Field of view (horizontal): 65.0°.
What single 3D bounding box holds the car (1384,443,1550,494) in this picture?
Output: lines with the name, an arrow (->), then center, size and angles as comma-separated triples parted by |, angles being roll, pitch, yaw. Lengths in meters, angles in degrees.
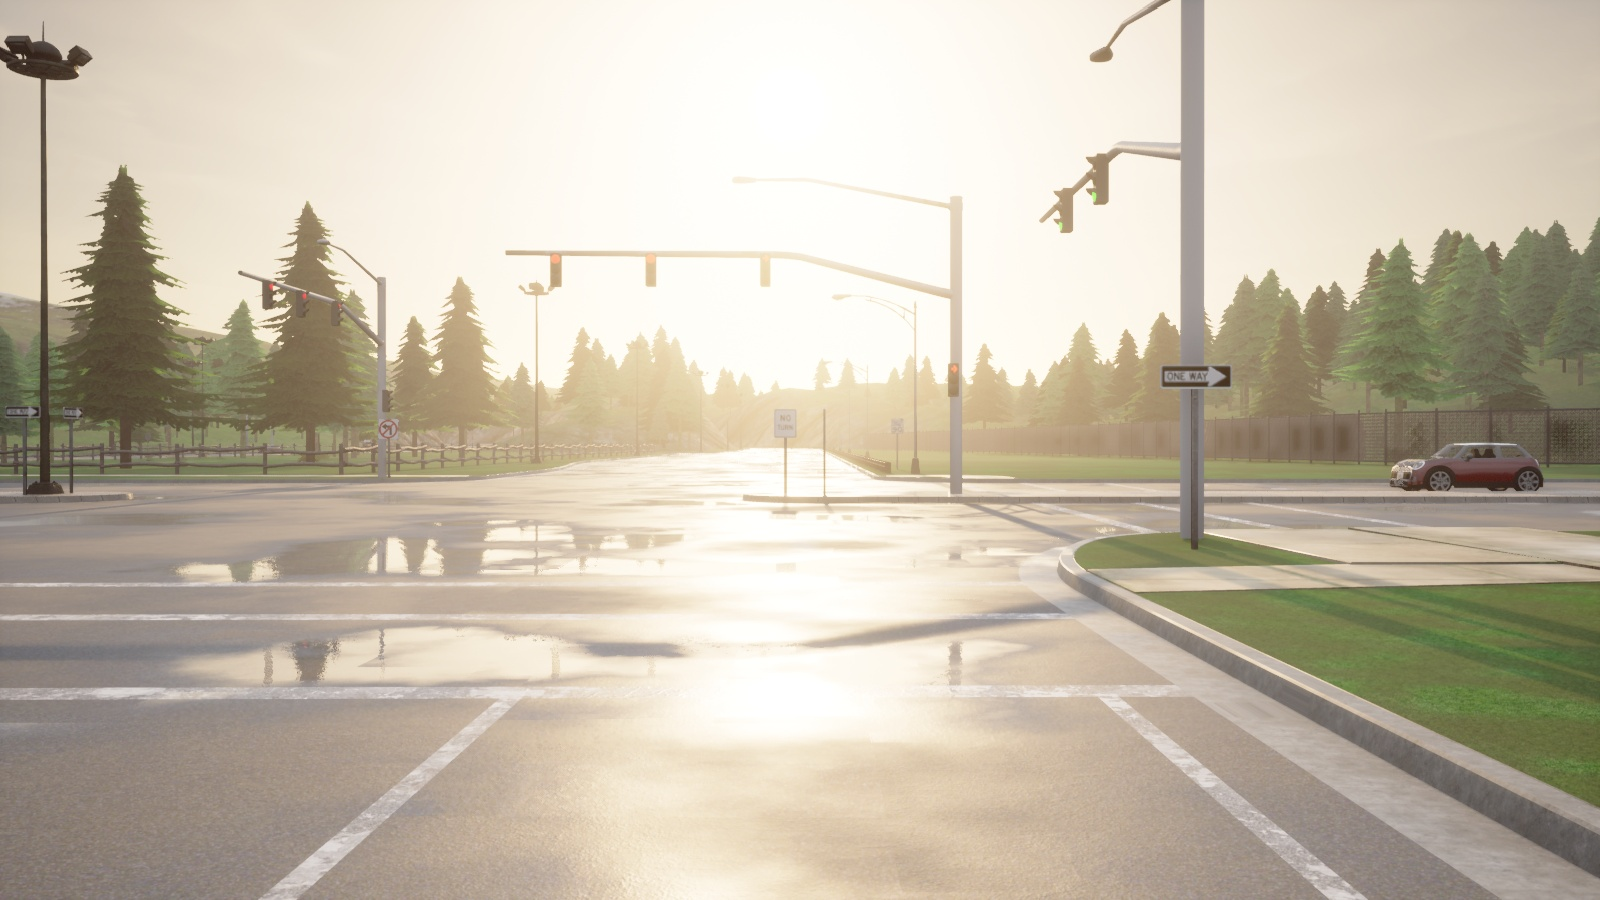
car -> 19.434, 0.520, 36.738 | 3.806, 1.475, 1.970 | 0, 0, 1
